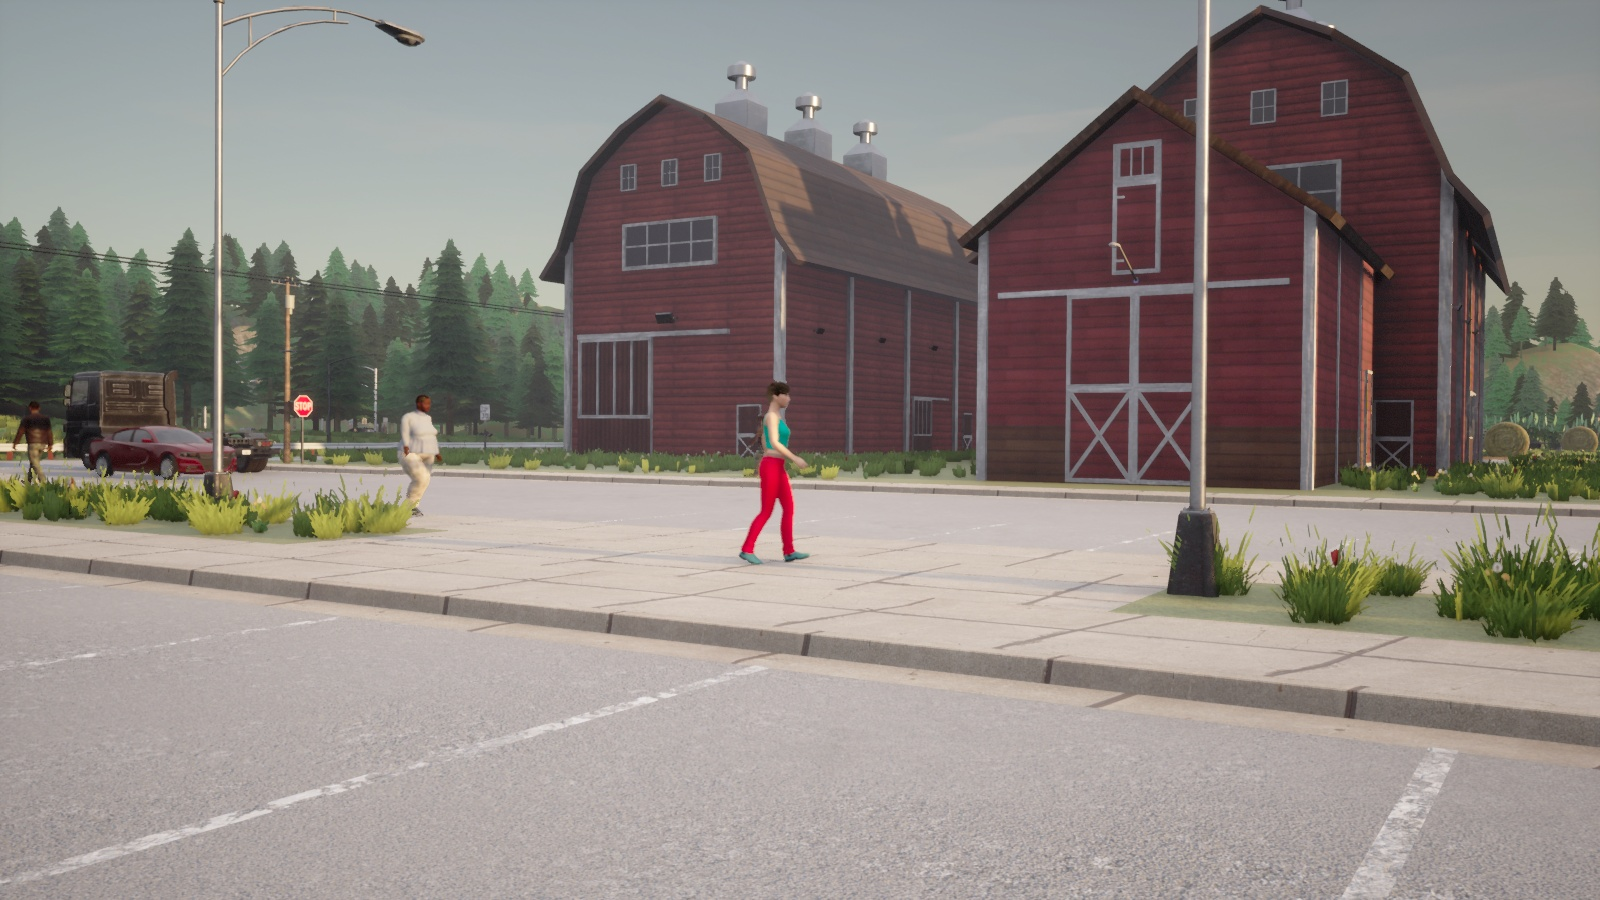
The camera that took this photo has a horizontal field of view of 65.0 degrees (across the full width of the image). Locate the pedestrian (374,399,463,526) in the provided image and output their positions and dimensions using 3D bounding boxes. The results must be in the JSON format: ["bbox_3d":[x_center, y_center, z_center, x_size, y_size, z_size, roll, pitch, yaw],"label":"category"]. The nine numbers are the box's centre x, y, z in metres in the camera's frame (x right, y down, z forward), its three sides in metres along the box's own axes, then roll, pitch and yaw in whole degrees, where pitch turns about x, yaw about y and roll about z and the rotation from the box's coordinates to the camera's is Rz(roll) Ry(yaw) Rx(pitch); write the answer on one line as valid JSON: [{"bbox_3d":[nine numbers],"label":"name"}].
[{"bbox_3d":[-5.734,0.181,18.881,0.900,1.855,0.874,0,1,26],"label":"pedestrian"}]

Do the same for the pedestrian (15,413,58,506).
[{"bbox_3d":[-15.293,0.182,25.145,0.703,1.840,0.431,0,1,31],"label":"pedestrian"}]

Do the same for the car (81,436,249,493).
[{"bbox_3d":[-18.359,0.380,36.257,5.008,1.535,1.882,0,1,30],"label":"car"}]

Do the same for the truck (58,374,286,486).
[{"bbox_3d":[-20.993,-0.632,41.843,7.936,3.462,2.891,0,1,30],"label":"truck"}]

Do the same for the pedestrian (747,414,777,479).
[{"bbox_3d":[-1.084,-0.093,35.836,0.703,1.840,0.431,0,1,30],"label":"pedestrian"}]

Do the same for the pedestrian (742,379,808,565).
[{"bbox_3d":[-0.249,0.219,12.629,0.594,1.836,0.345,0,1,11],"label":"pedestrian"}]
